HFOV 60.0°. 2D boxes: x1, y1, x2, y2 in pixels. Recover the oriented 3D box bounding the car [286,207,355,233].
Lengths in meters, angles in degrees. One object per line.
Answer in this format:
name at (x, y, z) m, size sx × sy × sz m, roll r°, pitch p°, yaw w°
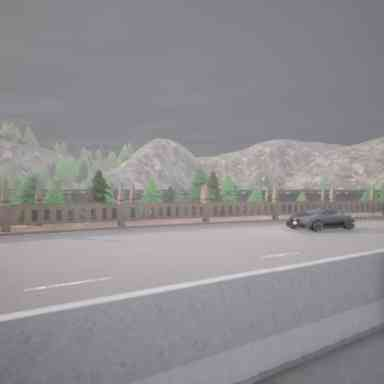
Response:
car at (7.824, 1.627, 20.263) m, size 4.181 × 1.385 × 1.994 m, roll 0°, pitch 0°, yaw -25°
